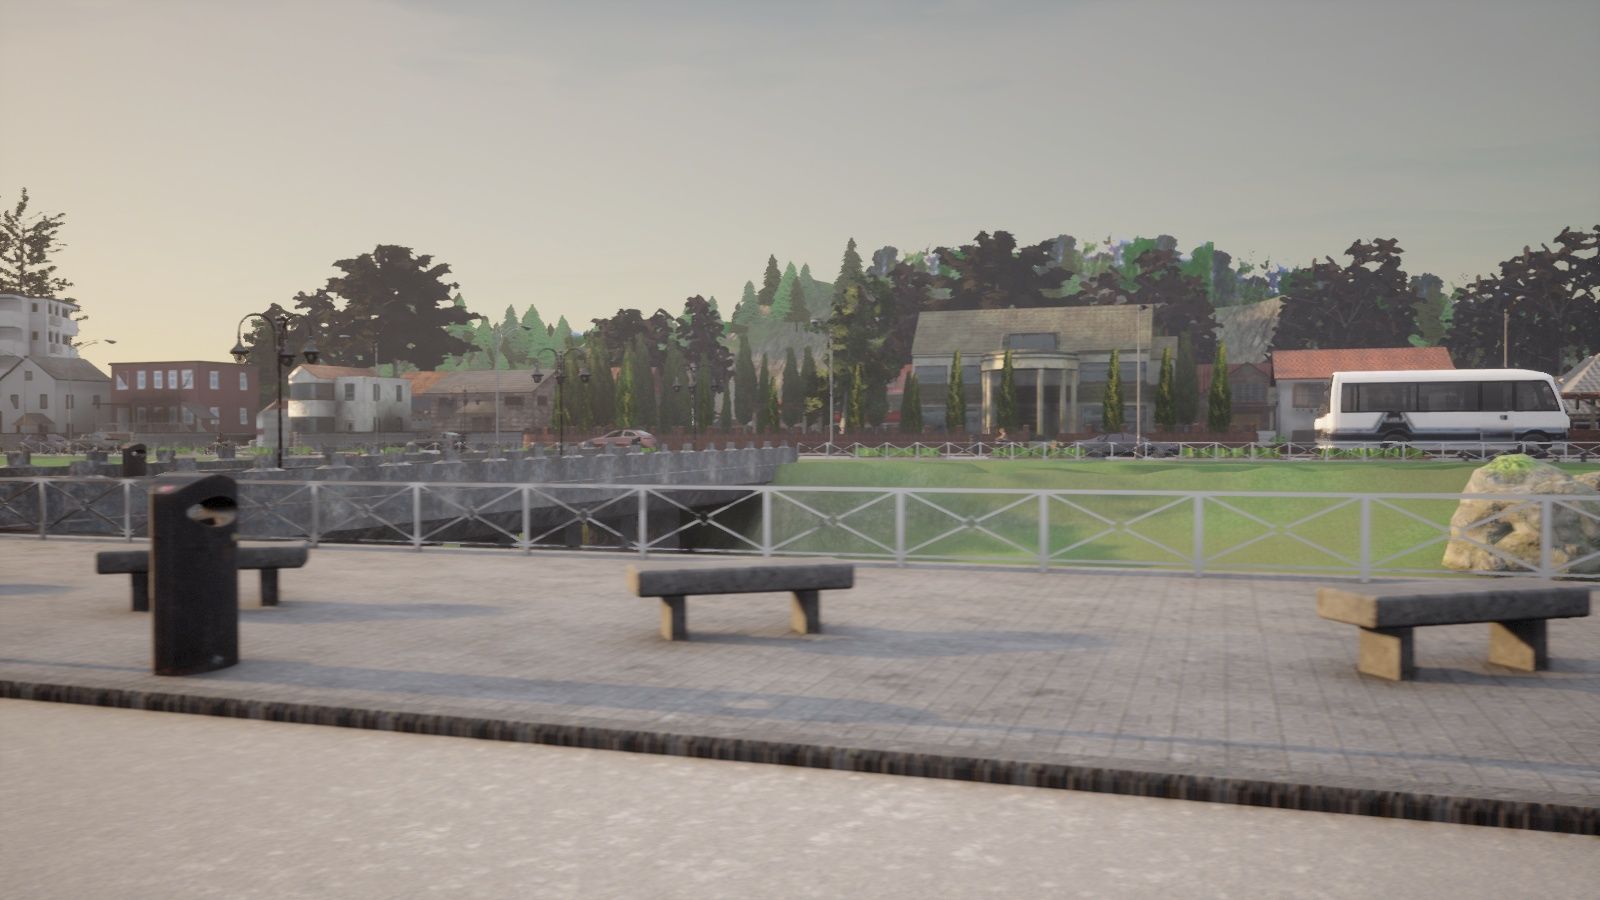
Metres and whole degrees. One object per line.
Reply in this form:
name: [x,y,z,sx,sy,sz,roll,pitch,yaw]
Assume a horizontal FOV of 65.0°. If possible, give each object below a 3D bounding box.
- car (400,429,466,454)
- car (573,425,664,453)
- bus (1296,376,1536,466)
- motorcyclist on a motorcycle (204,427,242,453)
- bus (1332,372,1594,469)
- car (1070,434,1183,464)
car: [-23.667,-0.580,80.965,3.705,1.549,1.789,1,1,19]
car: [-11.084,-0.665,76.730,5.027,1.651,2.152,1,1,19]
bus: [30.446,-1.440,62.739,10.273,4.253,3.944,1,1,19]
motorcyclist on a motorcycle: [-37.347,-0.666,81.348,2.350,1.649,0.766,1,1,19]
bus: [30.516,-1.372,58.491,10.273,4.253,3.944,1,1,19]
car: [16.449,-0.077,63.248,5.357,1.411,2.033,1,1,19]
